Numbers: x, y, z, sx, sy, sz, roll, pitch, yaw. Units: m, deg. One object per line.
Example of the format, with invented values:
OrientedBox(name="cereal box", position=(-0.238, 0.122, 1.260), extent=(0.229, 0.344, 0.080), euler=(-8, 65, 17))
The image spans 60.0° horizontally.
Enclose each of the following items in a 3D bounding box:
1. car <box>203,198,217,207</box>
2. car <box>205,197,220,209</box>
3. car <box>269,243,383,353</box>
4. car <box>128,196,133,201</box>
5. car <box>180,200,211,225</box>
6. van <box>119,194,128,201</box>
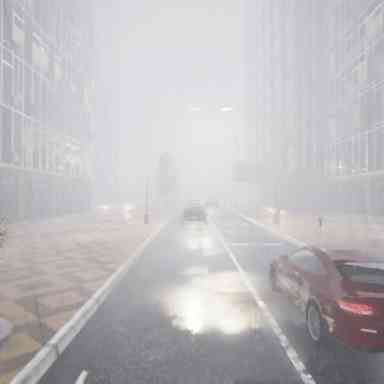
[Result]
OrientedBox(name="car", position=(2.672, 1.554, 50.552), extent=(1.802, 1.307, 4.206), euler=(1, 0, 0))
OrientedBox(name="car", position=(2.664, 1.413, 44.985), extent=(1.967, 1.590, 4.097), euler=(1, 0, 0))
OrientedBox(name="car", position=(2.590, 1.576, 6.012), extent=(1.802, 1.307, 4.206), euler=(1, 0, 0))
OrientedBox(name="car", position=(-17.292, 1.741, 85.731), extent=(4.403, 1.369, 2.008), euler=(0, -1, 14))
OrientedBox(name="car", position=(0.144, 1.506, 23.699), extent=(1.812, 1.442, 4.674), euler=(0, 0, 0))
OrientedBox(name="van", position=(-17.684, 1.392, 77.565), extent=(3.998, 1.788, 1.690), euler=(0, -1, 14))
